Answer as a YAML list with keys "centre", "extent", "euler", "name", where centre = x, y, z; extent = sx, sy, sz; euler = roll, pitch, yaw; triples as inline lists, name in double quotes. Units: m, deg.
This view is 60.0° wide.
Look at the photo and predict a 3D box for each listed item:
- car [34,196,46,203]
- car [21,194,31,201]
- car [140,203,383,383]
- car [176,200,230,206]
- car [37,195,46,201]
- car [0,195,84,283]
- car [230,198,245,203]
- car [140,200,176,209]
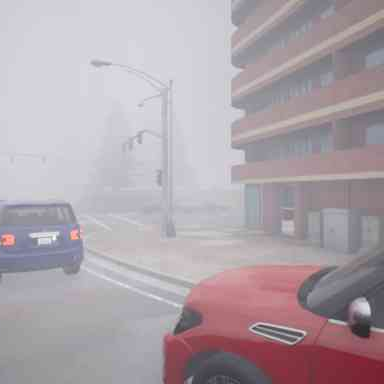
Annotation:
- centre: [-31.922, 1.509, 70.011]
  extent: [2.033, 1.411, 5.357]
  euler: [0, 0, -23]
  name: "car"
- centre: [-40.414, 1.318, 81.065]
  extent: [2.097, 1.767, 4.553]
  euler: [0, 0, -23]
  name: "car"
- centre: [2.348, 1.222, 2.453]
  extent: [5.566, 2.045, 2.150]
  euler: [0, 0, 36]
  name: "car"
- centre: [1.116, 1.647, 34.250]
  extent: [4.718, 1.301, 1.895]
  euler: [0, 0, -23]
  name: "car"
- centre: [-37.239, 1.441, 82.542]
  extent: [1.882, 1.535, 5.008]
  euler: [0, 0, -23]
  name: "car"
- centre: [-4.951, 1.217, 9.810]
  extent: [2.150, 2.045, 5.566]
  euler: [0, 0, -36]
  name: "car"
- centre: [5.187, 1.523, 39.732]
  extent: [5.008, 1.535, 1.882]
  euler: [0, 0, -23]
  name: "car"
- centre: [-3.340, 1.570, 36.167]
  extent: [4.674, 1.442, 1.812]
  euler: [0, 0, -22]
  name: "car"
